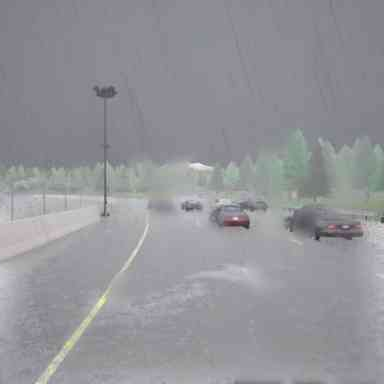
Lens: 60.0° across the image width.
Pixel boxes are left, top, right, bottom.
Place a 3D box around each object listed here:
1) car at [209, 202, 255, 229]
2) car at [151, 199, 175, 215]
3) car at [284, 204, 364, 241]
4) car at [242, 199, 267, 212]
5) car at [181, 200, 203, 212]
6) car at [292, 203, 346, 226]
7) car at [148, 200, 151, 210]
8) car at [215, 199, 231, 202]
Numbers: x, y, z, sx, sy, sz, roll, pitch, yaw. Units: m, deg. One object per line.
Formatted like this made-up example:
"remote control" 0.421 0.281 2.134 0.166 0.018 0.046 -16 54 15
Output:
"car" 2.367 1.564 21.730 1.994 1.385 4.181 0 0 -6
"car" -2.955 1.478 34.678 1.882 1.535 5.008 0 0 -10
"car" 6.383 1.547 16.788 2.033 1.411 5.357 0 0 -5
"car" 7.025 1.491 38.421 2.128 1.511 4.902 0 0 -10
"car" -0.118 1.601 38.626 1.895 1.301 4.718 0 0 -11
"car" 9.113 1.564 24.346 1.994 1.385 4.181 0 0 -6
"car" -4.746 1.601 43.912 1.895 1.301 4.718 0 0 -13
"car" 3.503 1.526 38.267 1.812 1.442 4.674 0 0 -10
